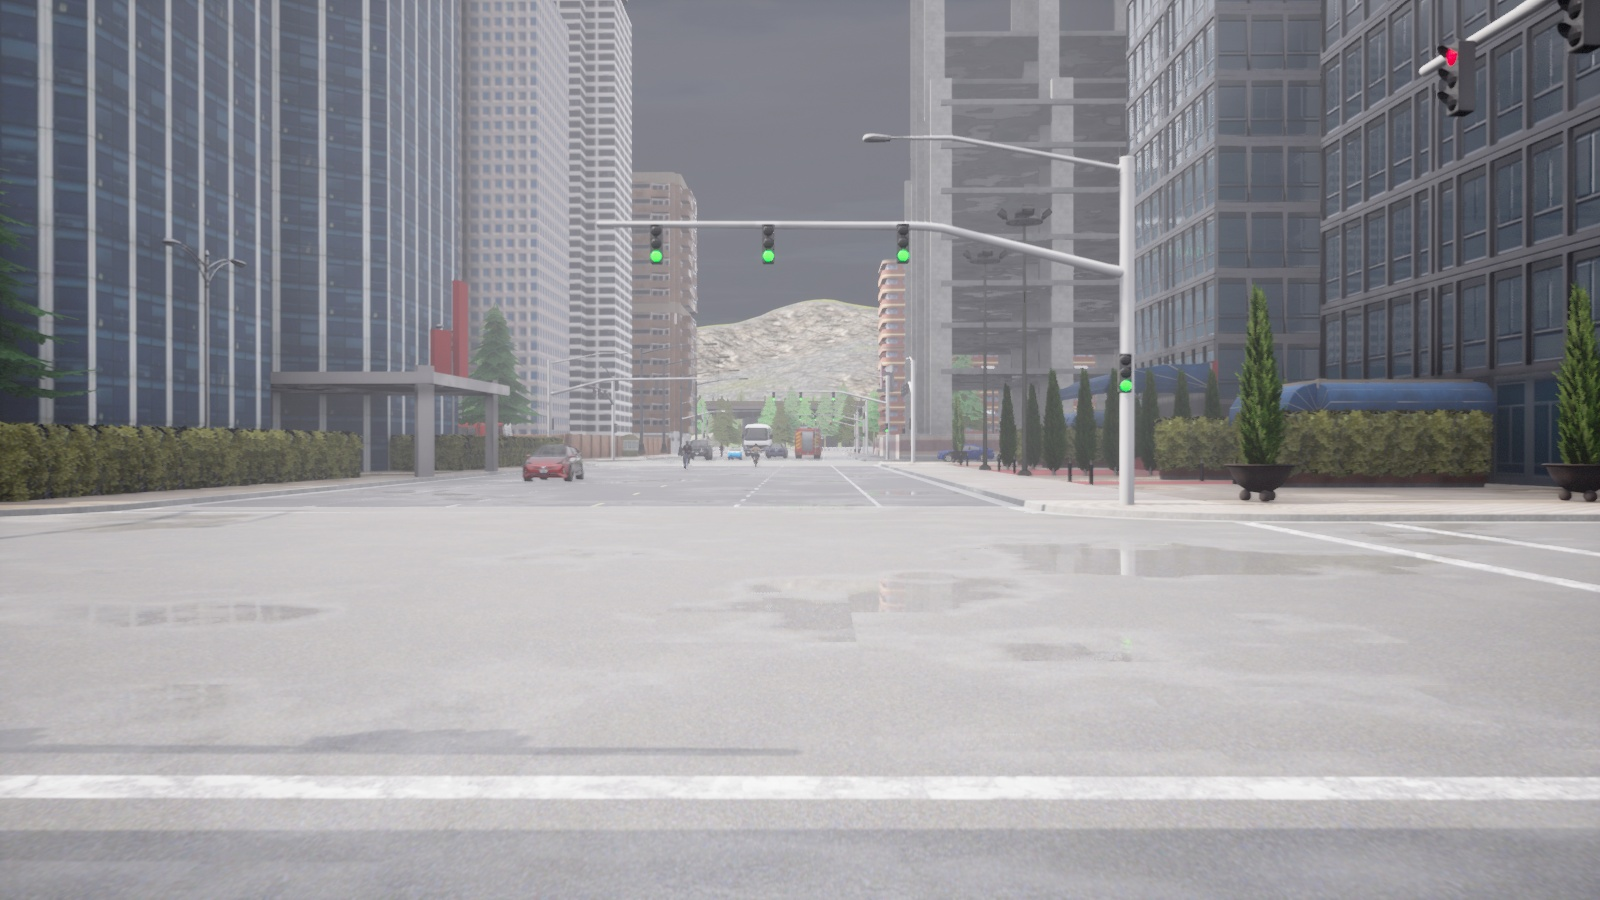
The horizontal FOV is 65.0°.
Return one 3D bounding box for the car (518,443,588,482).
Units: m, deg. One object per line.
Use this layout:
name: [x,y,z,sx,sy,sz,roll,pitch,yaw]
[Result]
car: [-10.188,0.478,52.060,2.007,1.525,4.514,0,0,0]
